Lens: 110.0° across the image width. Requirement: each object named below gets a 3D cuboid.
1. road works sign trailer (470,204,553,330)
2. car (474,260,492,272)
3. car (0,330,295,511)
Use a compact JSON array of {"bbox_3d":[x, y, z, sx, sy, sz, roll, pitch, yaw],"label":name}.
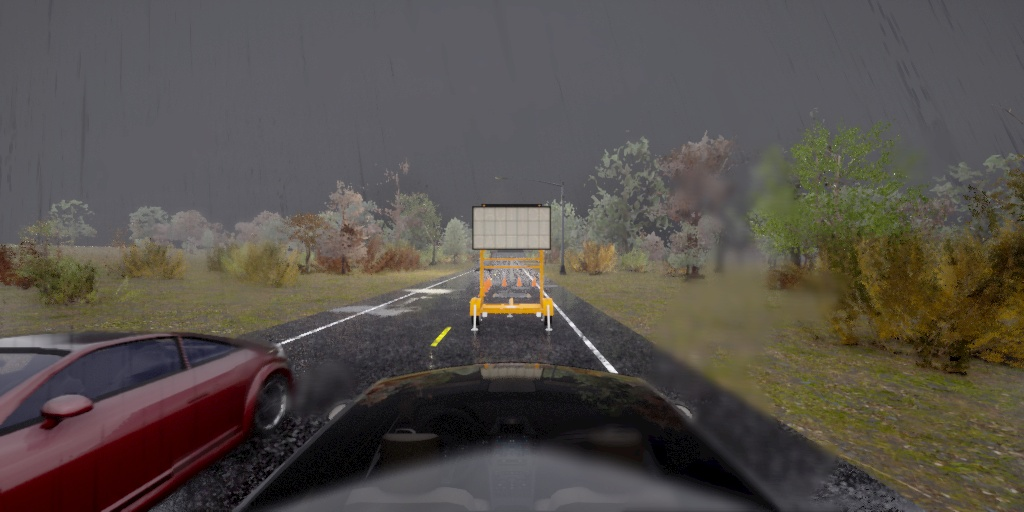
[{"bbox_3d":[-0.008,0.213,11.042,2.380,3.560,2.880,0,0,0],"label":"road works sign trailer"},{"bbox_3d":[-3.539,1.253,44.828,1.837,1.490,4.892,0,0,0],"label":"car"},{"bbox_3d":[-3.600,1.314,2.606,1.994,1.385,4.181,0,0,0],"label":"car"}]
